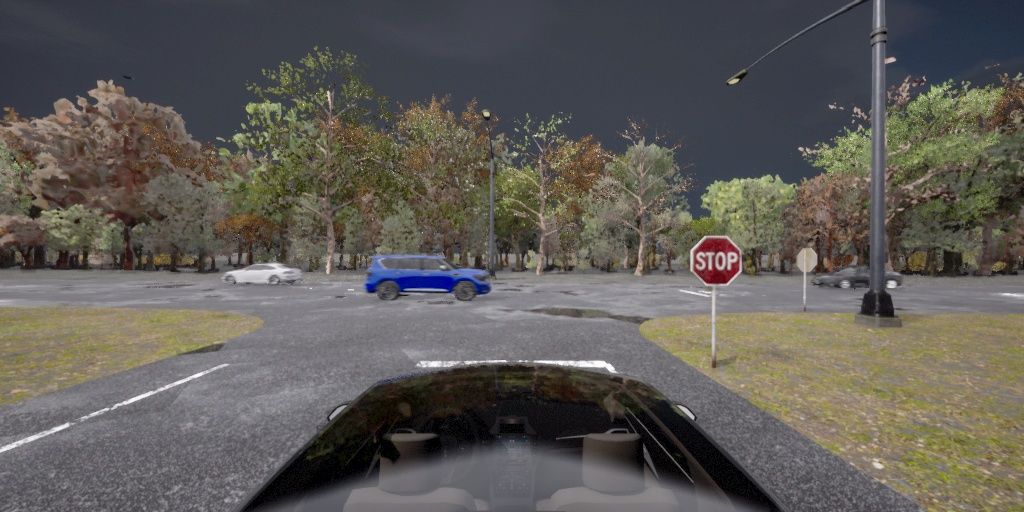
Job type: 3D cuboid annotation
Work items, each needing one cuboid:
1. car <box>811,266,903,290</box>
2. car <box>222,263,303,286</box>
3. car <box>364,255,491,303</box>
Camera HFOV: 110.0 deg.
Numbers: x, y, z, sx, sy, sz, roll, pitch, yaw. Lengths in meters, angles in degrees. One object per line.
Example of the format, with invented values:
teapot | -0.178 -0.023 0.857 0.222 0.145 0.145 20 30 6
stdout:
car | 22.186 1.440 23.178 4.892 1.490 1.837 -1 0 0
car | -16.231 1.181 23.468 4.674 1.442 1.812 0 0 1
car | -3.748 0.973 16.287 5.566 2.045 2.150 0 0 0
